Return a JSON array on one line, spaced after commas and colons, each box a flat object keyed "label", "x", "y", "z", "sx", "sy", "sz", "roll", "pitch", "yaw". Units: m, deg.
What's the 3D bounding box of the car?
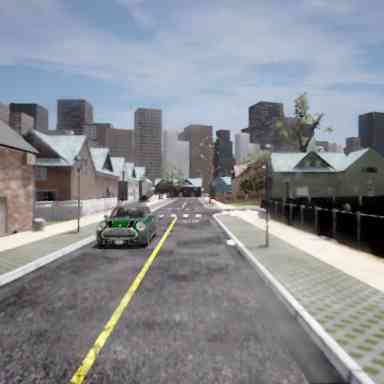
[{"label": "car", "x": -2.813, "y": 1.356, "z": 15.134, "sx": 2.097, "sy": 1.767, "sz": 4.553, "roll": 0, "pitch": 0, "yaw": 0}]
